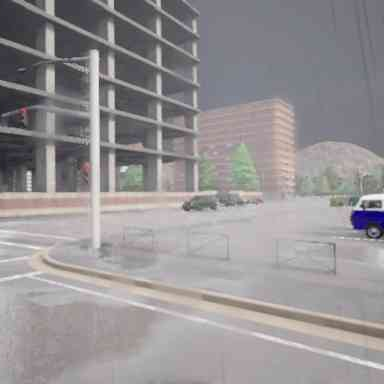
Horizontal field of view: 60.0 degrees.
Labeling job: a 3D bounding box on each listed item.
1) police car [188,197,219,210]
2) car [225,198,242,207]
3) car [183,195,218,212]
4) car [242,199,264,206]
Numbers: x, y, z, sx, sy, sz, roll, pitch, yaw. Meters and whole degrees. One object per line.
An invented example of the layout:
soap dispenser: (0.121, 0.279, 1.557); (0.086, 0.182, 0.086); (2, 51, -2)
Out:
police car: (1.734, 1.644, 48.503); (1.930, 1.638, 5.238); (-1, 0, 35)
car: (7.363, 1.725, 56.474); (1.837, 1.490, 4.892); (-1, 0, 36)
car: (1.113, 1.405, 41.728); (2.150, 2.045, 5.566); (-1, 0, 35)
car: (10.424, 1.390, 54.742); (1.994, 1.385, 4.181); (-1, 0, 35)
